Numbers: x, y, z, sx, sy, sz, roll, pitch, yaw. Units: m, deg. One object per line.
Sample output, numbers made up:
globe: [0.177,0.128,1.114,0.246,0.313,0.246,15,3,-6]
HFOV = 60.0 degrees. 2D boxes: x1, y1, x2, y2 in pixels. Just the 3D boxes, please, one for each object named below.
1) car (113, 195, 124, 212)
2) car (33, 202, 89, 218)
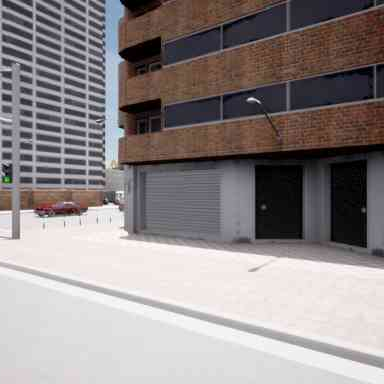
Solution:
car: [-6.421,1.477,39.057,1.882,1.535,5.008,0,0,35]
car: [-12.135,1.601,30.952,1.895,1.301,4.718,0,0,35]
